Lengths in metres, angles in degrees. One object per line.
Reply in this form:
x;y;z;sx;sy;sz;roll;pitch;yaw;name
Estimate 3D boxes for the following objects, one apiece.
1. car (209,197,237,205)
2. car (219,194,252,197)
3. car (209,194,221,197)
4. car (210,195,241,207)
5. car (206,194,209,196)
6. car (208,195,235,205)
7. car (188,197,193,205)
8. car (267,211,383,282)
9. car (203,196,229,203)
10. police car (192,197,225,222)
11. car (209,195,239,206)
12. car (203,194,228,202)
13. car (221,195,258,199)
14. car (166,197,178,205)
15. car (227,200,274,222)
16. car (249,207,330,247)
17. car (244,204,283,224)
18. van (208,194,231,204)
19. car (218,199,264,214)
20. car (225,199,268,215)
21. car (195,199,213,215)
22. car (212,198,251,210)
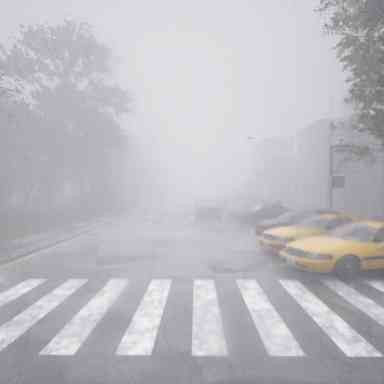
5.575;1.671;60.781;4.674;1.452;2.002;1;0;-20;car
5.435;1.416;33.767;4.553;1.767;2.185;1;0;-20;car
5.429;1.304;39.742;5.566;2.045;2.435;1;0;-20;car
5.507;1.479;54.772;4.553;1.767;2.185;1;-1;-20;car
5.476;1.330;48.758;5.566;2.045;2.435;1;0;-20;car
5.625;1.519;63.790;4.553;1.767;2.185;1;0;-20;car
0.215;1.645;62.556;2.128;1.511;4.902;0;0;0;car
5.139;1.507;9.688;5.366;1.575;1.946;1;0;-20;car
5.464;1.695;75.737;5.366;1.575;1.946;1;0;-20;car
1.218;1.469;26.598;1.930;1.638;5.238;0;0;0;police car
5.526;1.491;57.773;4.553;1.767;2.185;1;-1;-20;car
5.676;1.479;81.831;5.566;2.045;2.435;1;-1;-20;car
5.417;1.411;30.766;4.553;1.767;2.185;1;0;-20;car
-3.842;1.725;64.568;1.994;1.385;4.181;0;0;1;car
5.357;1.567;24.754;4.674;1.452;2.002;1;0;-20;car
5.143;1.510;12.689;5.366;1.575;1.946;1;0;-20;car
5.331;1.519;15.753;4.892;1.521;2.231;1;0;-20;car
5.730;1.448;69.838;4.442;1.987;1.878;1;-1;-20;van
5.417;1.588;36.763;4.674;1.452;2.002;1;0;-20;car
5.341;1.560;27.746;4.792;1.488;2.163;1;0;-20;car
1.268;1.568;36.488;1.837;1.490;4.892;0;0;0;car
5.451;1.602;45.756;4.792;1.488;2.163;1;0;-20;car
